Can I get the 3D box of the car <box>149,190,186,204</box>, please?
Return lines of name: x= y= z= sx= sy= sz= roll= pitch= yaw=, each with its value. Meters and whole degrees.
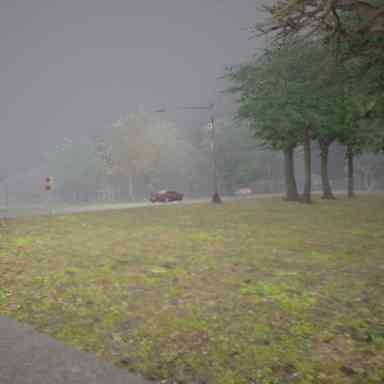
car: x=-2.620 y=0.479 z=36.813 sx=1.882 sy=1.535 sz=5.008 roll=-3 pitch=-1 yaw=34

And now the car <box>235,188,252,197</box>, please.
car: x=10.660 y=0.018 z=68.614 sx=2.097 sy=1.767 sz=4.553 roll=-3 pitch=-1 yaw=34
